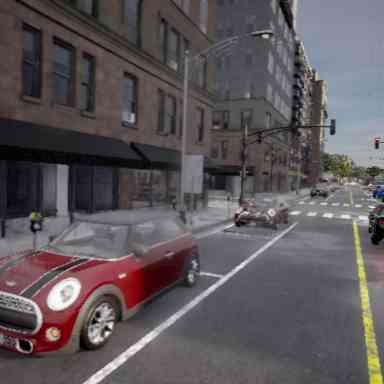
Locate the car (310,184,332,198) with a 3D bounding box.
[{"bbox_3d":[17.380,-0.193,45.340,2.192,1.841,5.009,3,3,25],"label":"car"}]

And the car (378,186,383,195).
[{"bbox_3d":[22.354,0.371,36.906,2.192,1.841,5.009,3,3,25],"label":"car"}]

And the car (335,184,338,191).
[{"bbox_3d":[29.169,-0.700,70.202,1.887,1.381,4.507,3,3,25],"label":"car"}]

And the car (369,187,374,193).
[{"bbox_3d":[29.415,-0.072,51.825,2.192,1.841,5.009,3,3,25],"label":"car"}]

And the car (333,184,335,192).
[{"bbox_3d":[22.091,-0.252,55.291,2.008,1.369,4.403,3,3,25],"label":"car"}]

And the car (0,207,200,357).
[{"bbox_3d":[-1.410,1.107,5.659,1.967,1.590,4.097,3,3,25],"label":"car"}]

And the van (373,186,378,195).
[{"bbox_3d":[27.060,0.102,46.853,1.690,1.788,3.998,3,3,25],"label":"van"}]

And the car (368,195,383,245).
[{"bbox_3d":[8.043,1.138,12.988,1.882,1.535,5.008,3,3,26],"label":"car"}]

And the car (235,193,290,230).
[{"bbox_3d":[3.458,0.804,15.924,1.967,1.590,4.097,3,3,25],"label":"car"}]
